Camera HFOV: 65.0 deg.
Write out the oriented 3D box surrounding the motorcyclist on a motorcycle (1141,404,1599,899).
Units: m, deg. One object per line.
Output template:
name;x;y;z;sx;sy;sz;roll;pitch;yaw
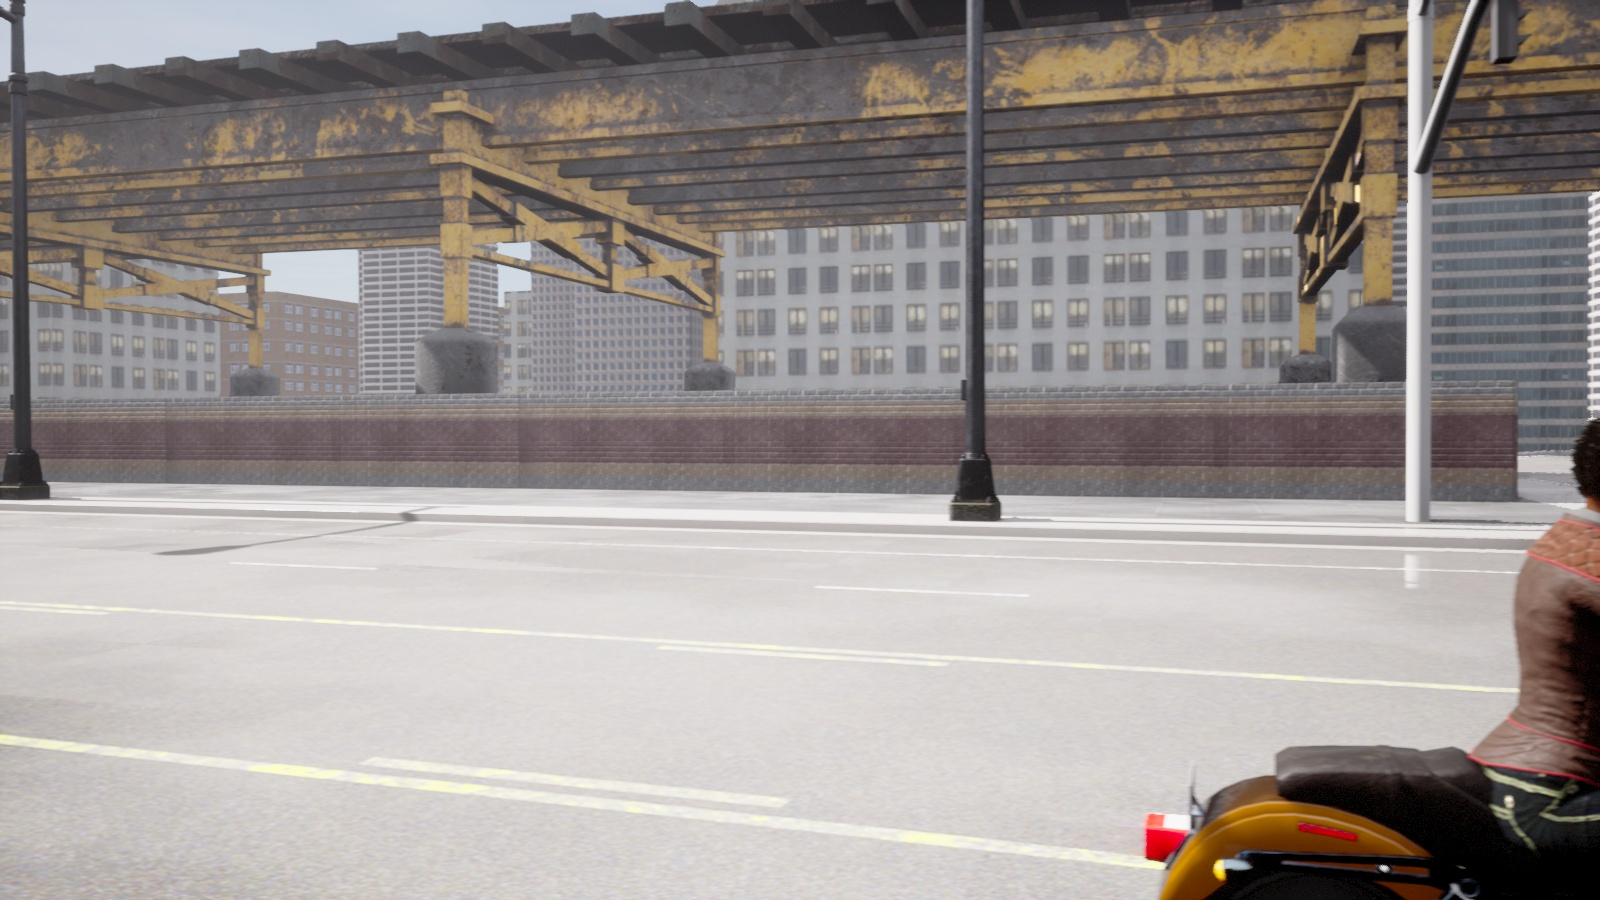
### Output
motorcyclist on a motorcycle;1.936;0.744;2.548;2.350;1.649;0.766;1;1;19
